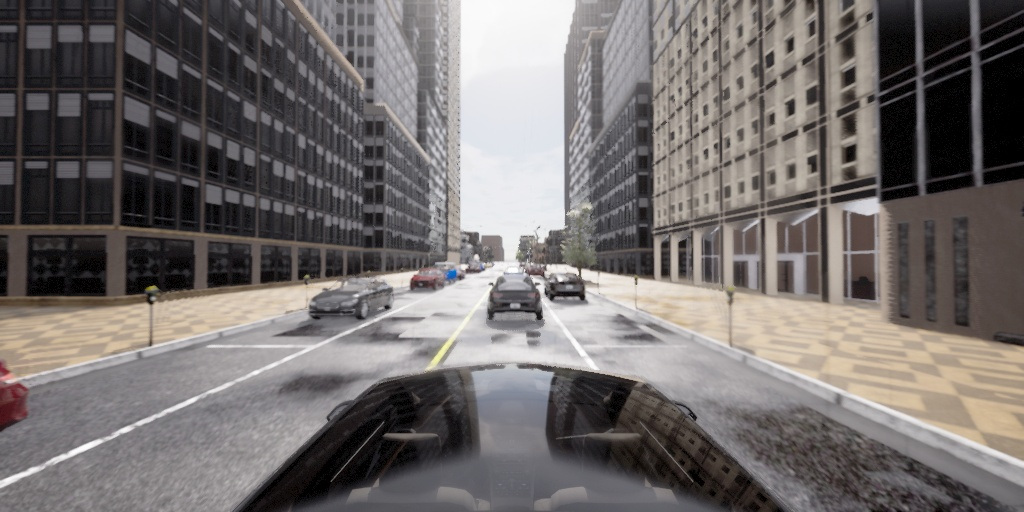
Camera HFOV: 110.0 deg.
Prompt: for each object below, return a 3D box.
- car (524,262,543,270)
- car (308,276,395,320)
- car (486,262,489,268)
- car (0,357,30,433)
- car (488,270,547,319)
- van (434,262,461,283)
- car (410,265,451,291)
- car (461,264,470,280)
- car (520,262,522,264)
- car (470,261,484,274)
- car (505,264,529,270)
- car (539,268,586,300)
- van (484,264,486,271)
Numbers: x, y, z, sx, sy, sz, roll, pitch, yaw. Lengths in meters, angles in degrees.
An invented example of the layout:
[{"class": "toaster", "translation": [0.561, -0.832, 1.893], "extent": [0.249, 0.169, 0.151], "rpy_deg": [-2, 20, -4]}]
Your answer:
[{"class": "car", "translation": [2.705, 1.649, 41.648], "extent": [1.967, 1.591, 4.097], "rpy_deg": [0, 0, 0]}, {"class": "car", "translation": [-5.687, 1.434, 13.207], "extent": [2.007, 1.370, 4.403], "rpy_deg": [0, 0, 0]}, {"class": "car", "translation": [-5.668, 2.028, 64.434], "extent": [1.948, 1.339, 4.313], "rpy_deg": [0, 0, 0]}, {"class": "car", "translation": [-5.691, 1.333, 1.821], "extent": [1.802, 1.307, 4.207], "rpy_deg": [0, 0, 0]}, {"class": "car", "translation": [0.090, 1.412, 13.441], "extent": [1.812, 1.442, 4.674], "rpy_deg": [0, -1, 0]}, {"class": "van", "translation": [-5.680, 1.421, 30.283], "extent": [1.690, 1.789, 3.998], "rpy_deg": [0, 0, 0]}, {"class": "car", "translation": [-5.683, 1.560, 24.590], "extent": [1.888, 1.381, 4.507], "rpy_deg": [0, 0, 0]}, {"class": "car", "translation": [-5.678, 1.727, 35.975], "extent": [1.802, 1.307, 4.207], "rpy_deg": [0, 0, 0]}, {"class": "car", "translation": [2.711, 1.925, 58.894], "extent": [1.751, 1.417, 4.829], "rpy_deg": [0, 0, 0]}, {"class": "car", "translation": [-5.672, 1.776, 53.049], "extent": [1.967, 1.591, 4.097], "rpy_deg": [0, 0, 0]}, {"class": "car", "translation": [0.110, 1.638, 31.166], "extent": [2.033, 1.411, 5.357], "rpy_deg": [0, -1, 0]}, {"class": "car", "translation": [2.696, 1.516, 18.883], "extent": [1.948, 1.339, 4.313], "rpy_deg": [0, 0, 0]}, {"class": "van", "translation": [-5.670, 1.740, 58.742], "extent": [1.690, 1.789, 3.998], "rpy_deg": [0, 0, 0]}]
